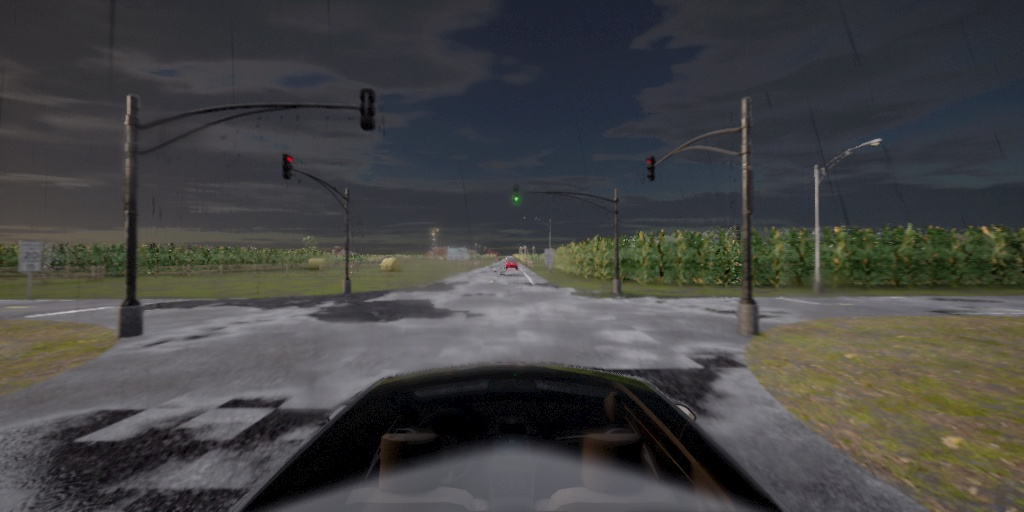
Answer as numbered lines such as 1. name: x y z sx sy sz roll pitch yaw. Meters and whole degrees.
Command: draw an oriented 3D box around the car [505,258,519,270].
1. car: -0.035 1.436 63.802 2.150 2.045 5.566 0 0 0
